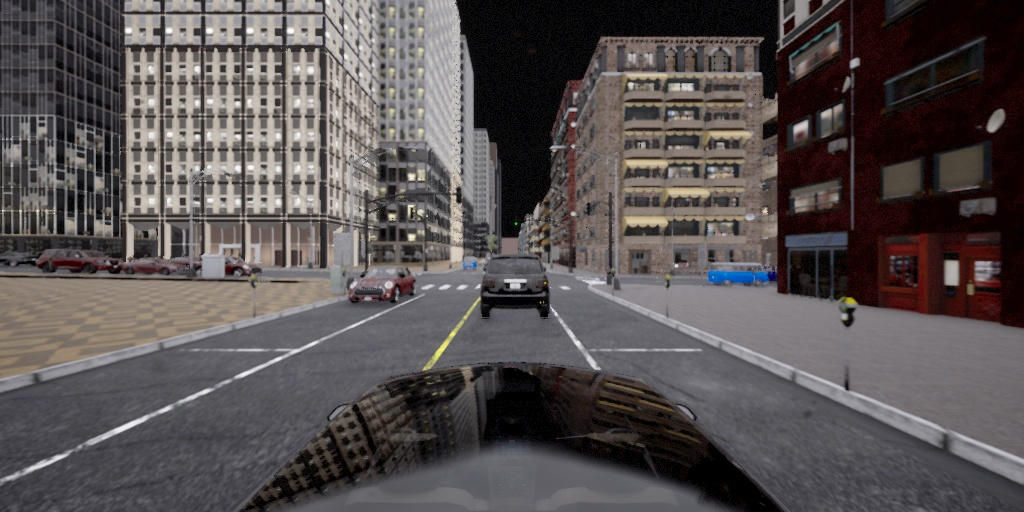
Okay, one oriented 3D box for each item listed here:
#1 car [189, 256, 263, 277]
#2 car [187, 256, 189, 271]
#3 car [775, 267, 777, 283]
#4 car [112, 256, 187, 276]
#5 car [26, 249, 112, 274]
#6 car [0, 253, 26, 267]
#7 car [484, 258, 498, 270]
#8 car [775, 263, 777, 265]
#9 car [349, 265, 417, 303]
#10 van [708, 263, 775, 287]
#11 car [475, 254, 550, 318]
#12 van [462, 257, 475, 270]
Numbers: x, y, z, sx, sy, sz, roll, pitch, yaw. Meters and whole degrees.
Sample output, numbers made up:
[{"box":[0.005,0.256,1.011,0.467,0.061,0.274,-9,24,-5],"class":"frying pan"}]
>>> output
[{"box":[-21.152,0.778,26.949,4.097,1.591,1.967,0,0,0],"class":"car"},{"box":[-23.367,0.889,29.531,4.718,1.301,1.895,1,0,0],"class":"car"},{"box":[22.447,1.744,27.089,4.313,1.339,1.948,0,0,0],"class":"car"},{"box":[-26.726,0.813,26.935,4.207,1.307,1.802,0,0,0],"class":"car"},{"box":[-32.300,0.439,26.921,5.009,1.841,2.192,0,0,0],"class":"car"},{"box":[-49.112,0.341,35.261,4.313,1.339,1.948,0,0,0],"class":"car"},{"box":[-3.082,1.155,53.372,1.882,1.535,5.008,0,0,0],"class":"car"},{"box":[22.379,1.637,32.842,5.008,1.535,1.882,1,0,0],"class":"car"},{"box":[-5.693,1.167,16.185,1.967,1.591,4.097,0,0,0],"class":"car"},{"box":[16.907,1.413,26.906,3.998,1.789,1.690,0,0,0],"class":"van"},{"box":[0.100,0.953,12.944,2.150,2.045,5.566,0,0,0],"class":"car"},{"box":[-5.698,1.023,48.659,1.690,1.789,3.998,0,0,0],"class":"van"}]
